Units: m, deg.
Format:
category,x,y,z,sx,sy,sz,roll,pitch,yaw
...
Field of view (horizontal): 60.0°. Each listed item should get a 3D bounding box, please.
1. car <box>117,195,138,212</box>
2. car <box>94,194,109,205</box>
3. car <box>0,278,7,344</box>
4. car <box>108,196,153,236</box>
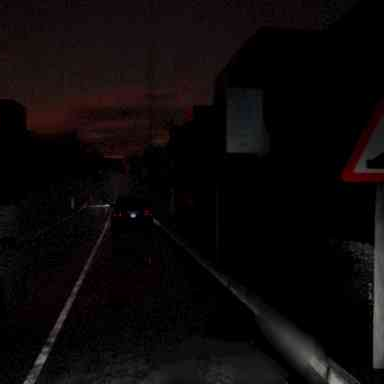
category,x,y,z,sx,sy,sz,roll,pitch,yaw
car,-7.326,1.242,37.625,2.128,1.511,4.902,-1,2,-12
car,-12.086,0.959,44.811,1.994,1.385,4.181,-1,4,-12
car,-3.583,1.398,3.056,2.097,1.767,4.553,-1,0,-9
car,-3.522,1.281,19.406,2.150,2.045,5.566,-1,0,-12
